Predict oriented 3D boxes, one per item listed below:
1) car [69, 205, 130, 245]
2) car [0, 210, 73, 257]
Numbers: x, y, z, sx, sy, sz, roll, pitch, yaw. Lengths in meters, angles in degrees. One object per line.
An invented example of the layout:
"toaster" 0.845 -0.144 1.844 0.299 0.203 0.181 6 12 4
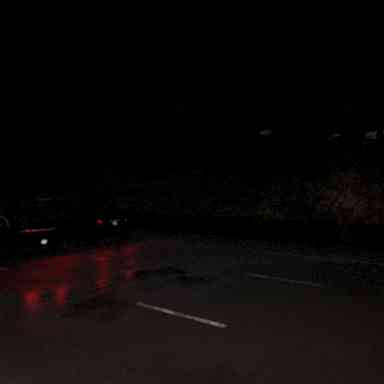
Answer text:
"car" -5.181 1.438 16.193 4.553 1.767 2.097 0 0 36
"car" -7.281 1.580 13.391 4.902 1.511 2.128 0 0 36
